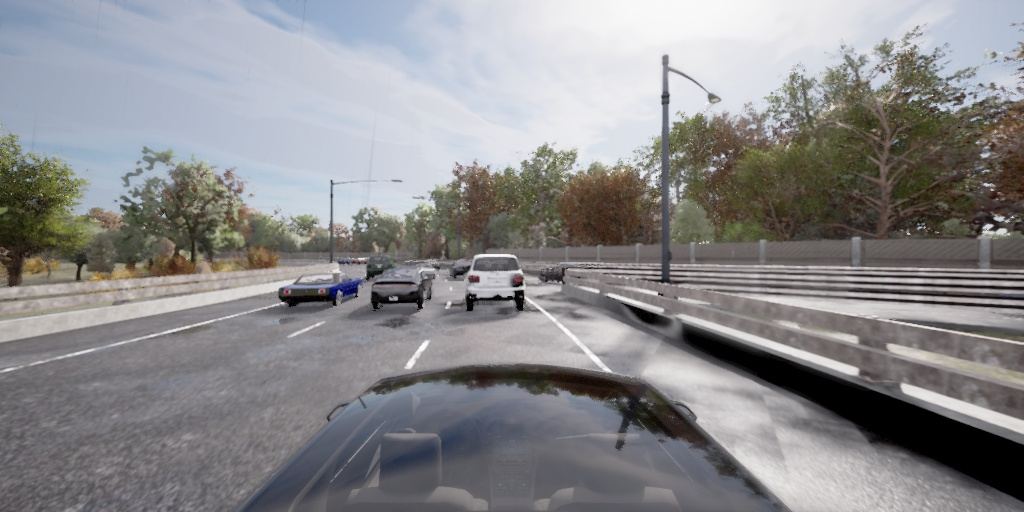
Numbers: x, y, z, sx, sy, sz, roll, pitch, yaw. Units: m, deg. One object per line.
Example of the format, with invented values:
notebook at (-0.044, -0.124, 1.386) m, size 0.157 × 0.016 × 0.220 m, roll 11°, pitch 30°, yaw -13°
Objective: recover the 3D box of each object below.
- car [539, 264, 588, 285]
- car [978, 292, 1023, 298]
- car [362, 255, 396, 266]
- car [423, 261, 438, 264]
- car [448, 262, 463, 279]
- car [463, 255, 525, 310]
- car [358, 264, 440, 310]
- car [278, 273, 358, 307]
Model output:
car at (3.975, 1.277, 25.594) m, size 1.812 × 1.442 × 4.674 m, roll 0°, pitch 0°, yaw -38°
car at (18.684, 1.297, 11.041) m, size 5.357 × 1.411 × 2.033 m, roll 1°, pitch 1°, yaw 41°
car at (-11.613, 0.976, 31.877) m, size 2.150 × 2.045 × 5.566 m, roll 0°, pitch 0°, yaw -16°
car at (-7.792, 1.352, 31.287) m, size 1.895 × 1.301 × 4.718 m, roll 0°, pitch 0°, yaw -16°
car at (-4.670, 1.252, 32.905) m, size 1.837 × 1.490 × 4.892 m, roll 0°, pitch 0°, yaw -16°
car at (-0.827, 0.967, 14.895) m, size 2.150 × 2.045 × 5.566 m, roll 0°, pitch 0°, yaw -7°
car at (-4.351, 1.243, 14.664) m, size 2.128 × 1.511 × 4.902 m, roll 0°, pitch 0°, yaw -7°
car at (-7.959, 1.356, 15.469) m, size 1.895 × 1.301 × 4.718 m, roll 0°, pitch 0°, yaw -8°
